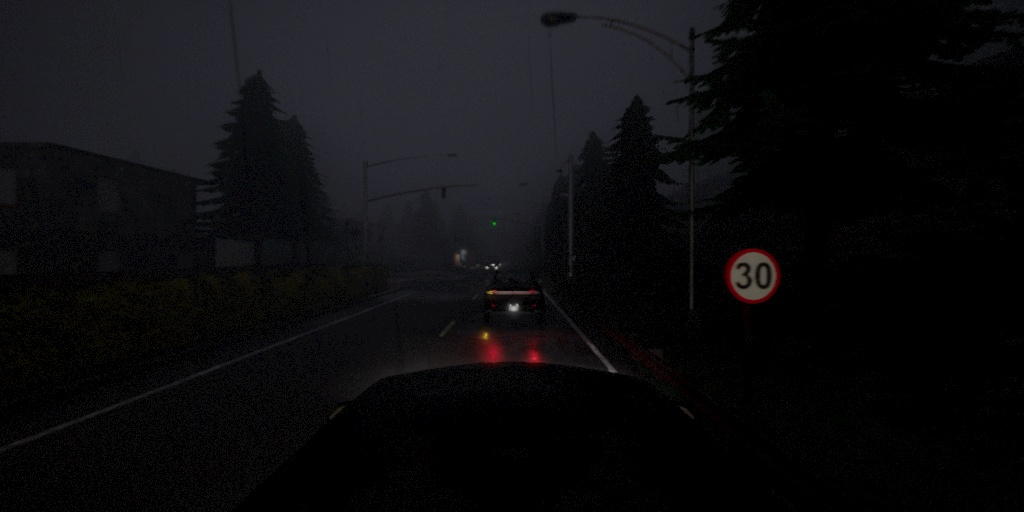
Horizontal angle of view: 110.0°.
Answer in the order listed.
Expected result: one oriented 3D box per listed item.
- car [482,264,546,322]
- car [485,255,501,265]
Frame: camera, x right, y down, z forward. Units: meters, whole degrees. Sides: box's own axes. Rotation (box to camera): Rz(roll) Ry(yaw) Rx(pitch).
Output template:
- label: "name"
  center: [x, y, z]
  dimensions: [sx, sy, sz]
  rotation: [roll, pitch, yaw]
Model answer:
- label: "car"
  center: [0.065, 1.208, 12.119]
  dimensions: [2.128, 1.511, 4.902]
  rotation: [0, 0, 0]
- label: "car"
  center: [-3.513, 0.771, 63.674]
  dimensions: [2.150, 2.045, 5.566]
  rotation: [0, 0, 0]
